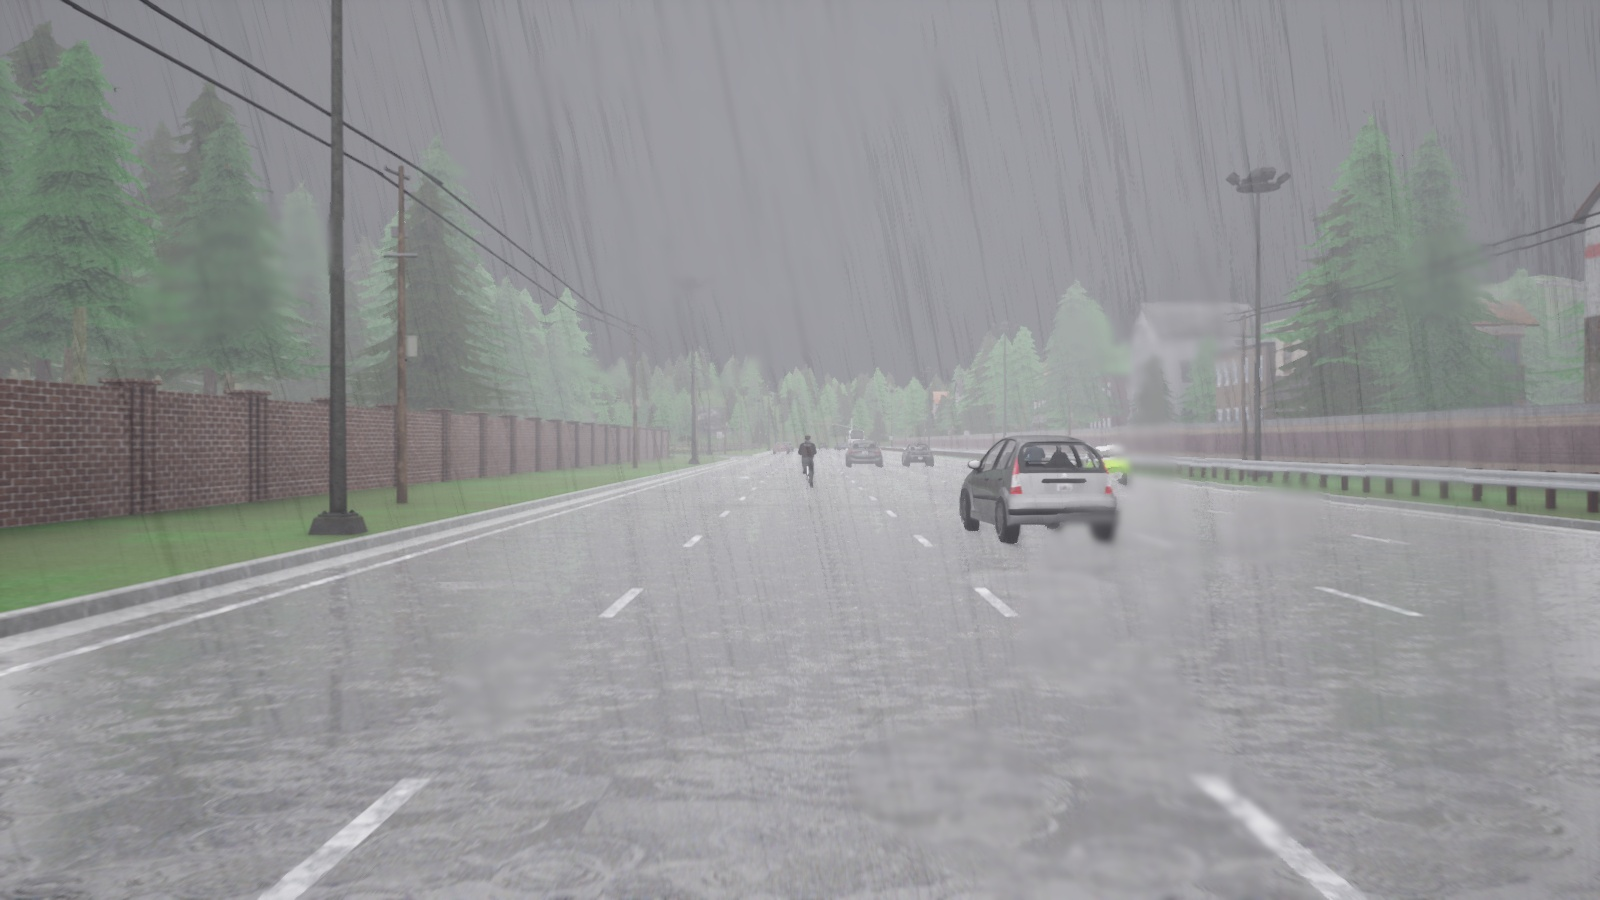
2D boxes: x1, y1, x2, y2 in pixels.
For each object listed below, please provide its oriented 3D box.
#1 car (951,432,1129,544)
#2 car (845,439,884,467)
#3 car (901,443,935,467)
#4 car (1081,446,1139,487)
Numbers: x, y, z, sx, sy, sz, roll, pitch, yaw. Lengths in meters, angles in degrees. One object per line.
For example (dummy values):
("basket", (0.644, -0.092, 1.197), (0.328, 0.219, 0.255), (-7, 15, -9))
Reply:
("car", (3.722, 0.534, 20.202), (1.851, 1.617, 3.988), (0, 0, -4))
("car", (3.962, 0.154, 78.173), (2.242, 1.667, 4.611), (0, 0, 0))
("car", (7.471, 0.317, 79.803), (1.816, 1.474, 4.193), (0, 0, 0))
("car", (10.765, 0.564, 43.661), (1.481, 1.376, 2.207), (0, 1, 0))
